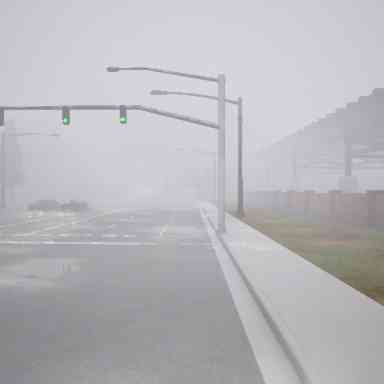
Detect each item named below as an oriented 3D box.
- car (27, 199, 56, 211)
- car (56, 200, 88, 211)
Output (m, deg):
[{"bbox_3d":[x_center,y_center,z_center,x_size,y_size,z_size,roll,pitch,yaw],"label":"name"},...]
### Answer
[{"bbox_3d":[-17.396,1.561,39.440,2.033,1.411,5.357,0,0,0],"label":"car"},{"bbox_3d":[-13.894,1.607,39.410,1.895,1.301,4.718,0,0,0],"label":"car"}]
